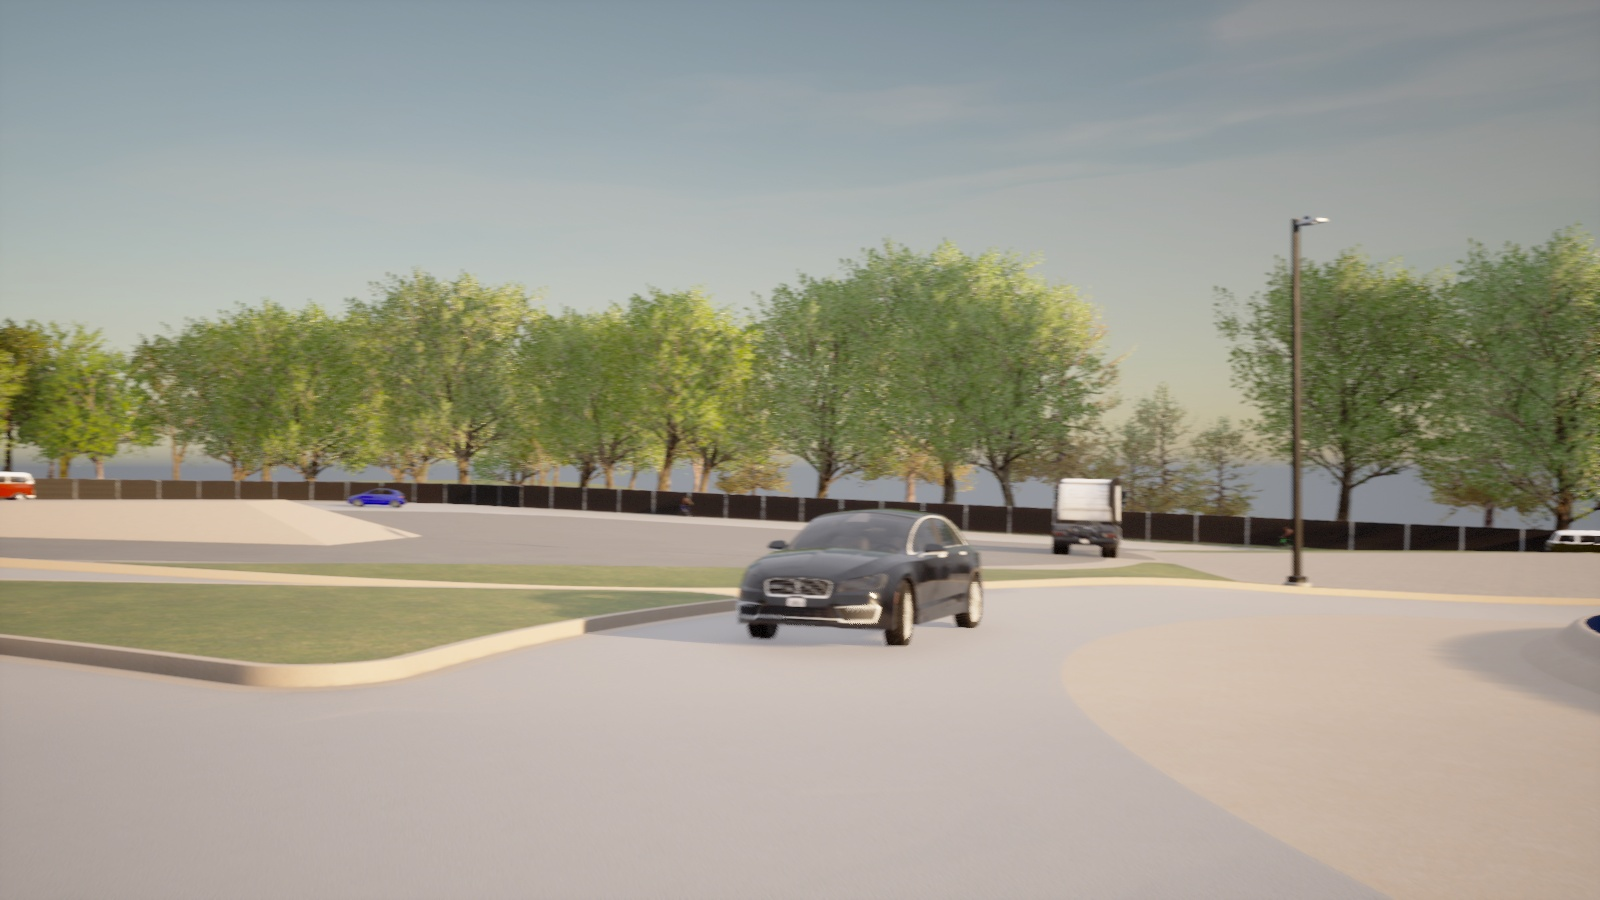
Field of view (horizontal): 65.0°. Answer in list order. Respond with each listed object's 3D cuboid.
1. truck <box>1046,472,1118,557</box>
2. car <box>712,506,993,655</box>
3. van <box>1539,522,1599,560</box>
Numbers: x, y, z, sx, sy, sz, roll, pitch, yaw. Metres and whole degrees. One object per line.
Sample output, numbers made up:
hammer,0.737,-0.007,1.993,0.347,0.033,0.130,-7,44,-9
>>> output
truck,12.795,2.812,56.550,2.891,3.462,7.936,1,-2,14
car,0.850,1.465,15.246,1.837,1.490,4.892,-1,-4,22
van,45.811,5.316,73.261,4.480,2.038,2.069,0,0,24
